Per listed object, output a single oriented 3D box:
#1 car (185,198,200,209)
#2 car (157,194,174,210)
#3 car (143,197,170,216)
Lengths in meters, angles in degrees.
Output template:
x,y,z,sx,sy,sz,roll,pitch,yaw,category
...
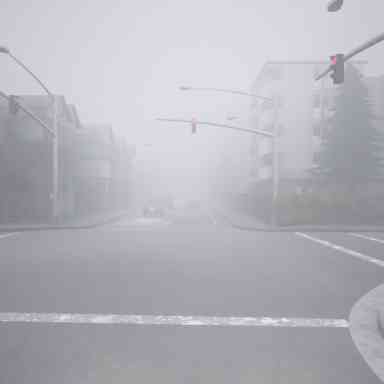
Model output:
x,y,z,sx,sy,sz,roll,pitch,yaw,category
0.119,1.526,45.537,1.812,1.442,4.674,0,0,0,car
-3.556,1.221,42.964,2.150,2.045,5.566,0,0,0,car
-3.581,1.491,32.388,2.128,1.511,4.902,0,0,0,car
